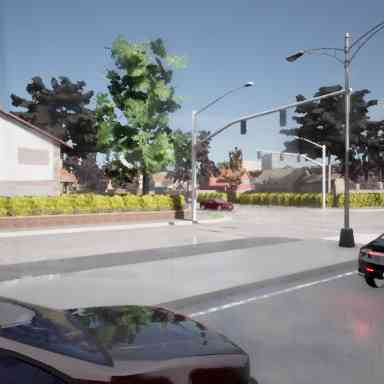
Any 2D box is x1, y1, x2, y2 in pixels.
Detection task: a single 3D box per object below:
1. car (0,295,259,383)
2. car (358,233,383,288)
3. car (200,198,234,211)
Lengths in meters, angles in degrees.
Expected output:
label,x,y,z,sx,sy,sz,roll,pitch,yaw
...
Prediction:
label,x,y,z,sx,sy,sz,roll,pitch,yaw
car,-1.984,1.547,2.333,5.357,1.411,2.033,0,0,-35
car,5.935,1.492,8.018,4.902,1.511,2.128,0,0,-35
car,2.950,1.478,40.288,1.882,1.535,5.008,0,0,-36
